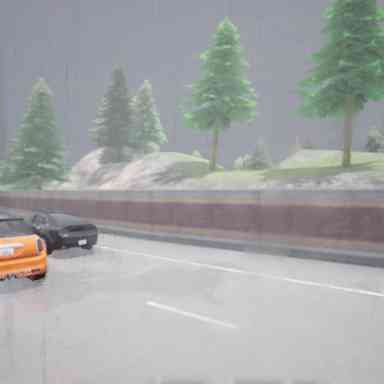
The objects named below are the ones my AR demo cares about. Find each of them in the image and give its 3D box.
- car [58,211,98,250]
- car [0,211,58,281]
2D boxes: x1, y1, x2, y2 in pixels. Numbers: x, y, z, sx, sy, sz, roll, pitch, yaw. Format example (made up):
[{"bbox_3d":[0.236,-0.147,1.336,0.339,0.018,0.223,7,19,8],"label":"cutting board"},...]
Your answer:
[{"bbox_3d":[-5.650,1.506,13.227,4.892,1.490,1.837,0,0,41],"label":"car"},{"bbox_3d":[-5.761,1.348,8.734,4.553,1.767,2.097,0,0,39],"label":"car"}]
